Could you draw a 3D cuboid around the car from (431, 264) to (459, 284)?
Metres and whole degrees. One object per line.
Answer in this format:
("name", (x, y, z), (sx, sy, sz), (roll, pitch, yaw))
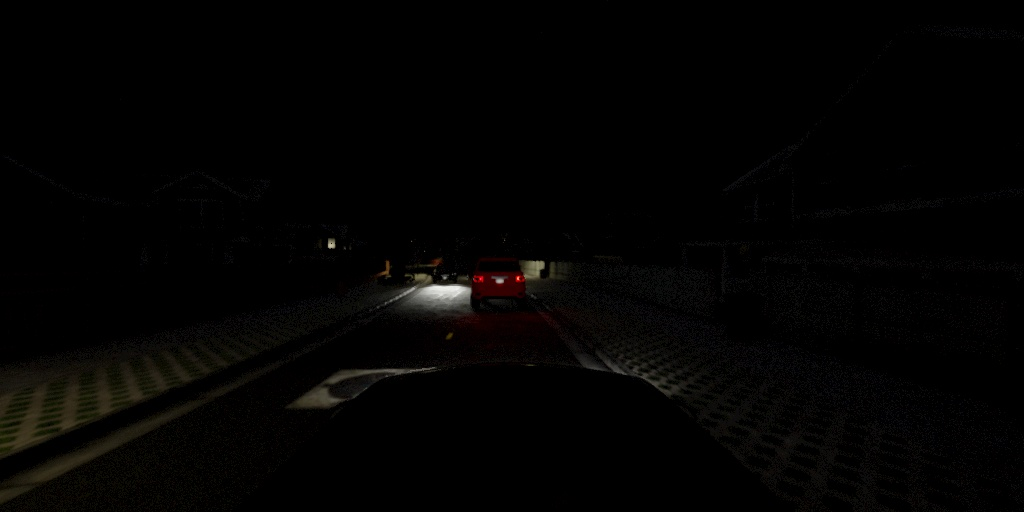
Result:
("car", (-5.362, 1.366, 28.776), (2.128, 1.511, 4.902), (0, 0, -10))

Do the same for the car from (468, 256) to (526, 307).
("car", (-0.710, 1.029, 16.086), (2.150, 2.045, 5.566), (0, 0, -5))
